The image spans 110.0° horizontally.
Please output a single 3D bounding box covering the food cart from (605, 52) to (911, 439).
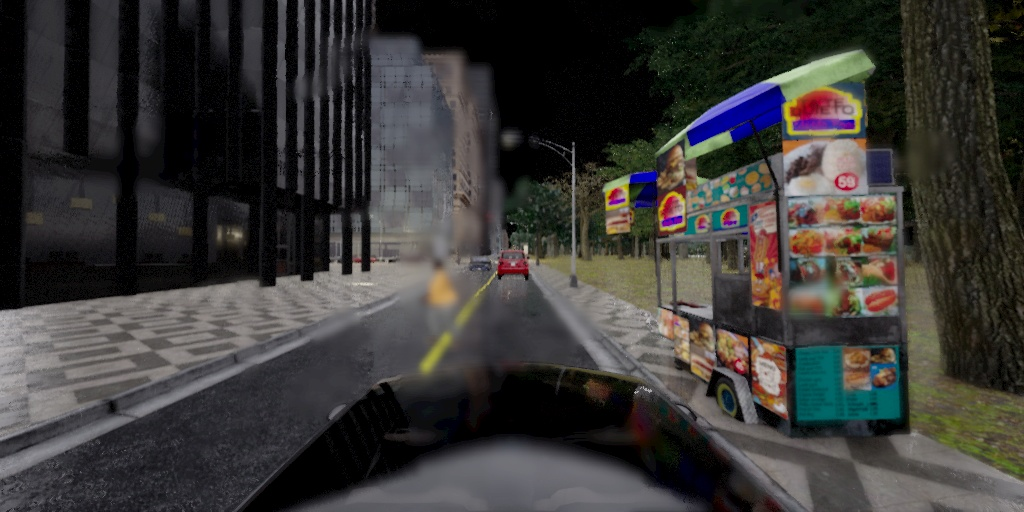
[{"bbox_3d":[3.139,0.157,5.220,2.280,3.560,4.660,0,0,0],"label":"food cart"}]

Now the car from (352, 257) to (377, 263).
[{"bbox_3d":[-24.421,0.611,59.139,4.207,1.307,1.802,0,0,0],"label":"car"}]

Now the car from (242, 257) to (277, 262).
[{"bbox_3d":[-35.229,0.468,50.613,4.829,1.417,1.751,0,0,0],"label":"car"}]

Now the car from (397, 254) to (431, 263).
[{"bbox_3d":[-13.480,0.368,50.616,4.097,1.591,1.967,0,0,-1],"label":"car"}]

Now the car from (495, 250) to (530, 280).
[{"bbox_3d":[0.112,0.594,26.153,2.150,2.045,5.566,0,1,1],"label":"car"}]

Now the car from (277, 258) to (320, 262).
[{"bbox_3d":[-29.911,0.484,50.614,4.507,1.381,1.888,0,0,0],"label":"car"}]

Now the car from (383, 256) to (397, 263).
[{"bbox_3d":[-18.934,0.592,59.140,4.313,1.339,1.948,0,0,0],"label":"car"}]

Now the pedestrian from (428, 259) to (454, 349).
[{"bbox_3d":[-1.458,0.952,7.391,0.375,1.860,0.375,2,-1,-10],"label":"pedestrian"}]

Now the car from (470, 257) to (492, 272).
[{"bbox_3d":[-3.016,0.774,35.892,2.033,1.411,5.357,0,1,0],"label":"car"}]
